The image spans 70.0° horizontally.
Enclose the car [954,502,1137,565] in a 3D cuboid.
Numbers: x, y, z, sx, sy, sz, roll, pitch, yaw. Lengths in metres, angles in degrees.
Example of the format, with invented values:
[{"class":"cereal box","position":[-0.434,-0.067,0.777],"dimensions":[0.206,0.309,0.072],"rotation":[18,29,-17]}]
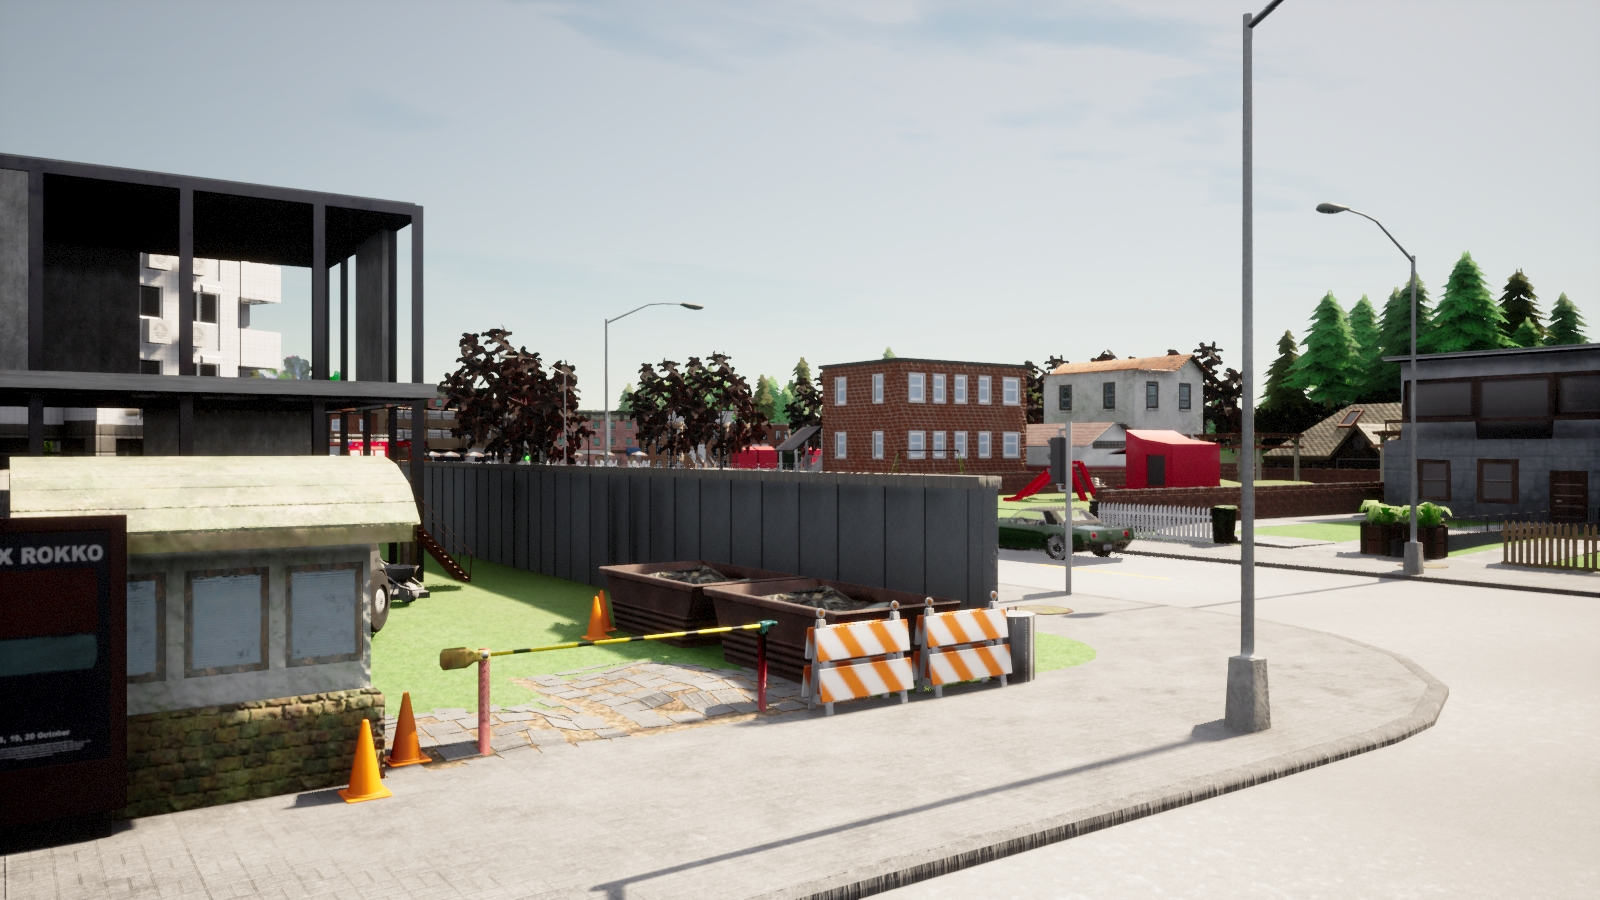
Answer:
[{"class":"car","position":[6.401,2.146,30.323],"dimensions":[1.895,1.301,4.718],"rotation":[0,0,-35]}]
